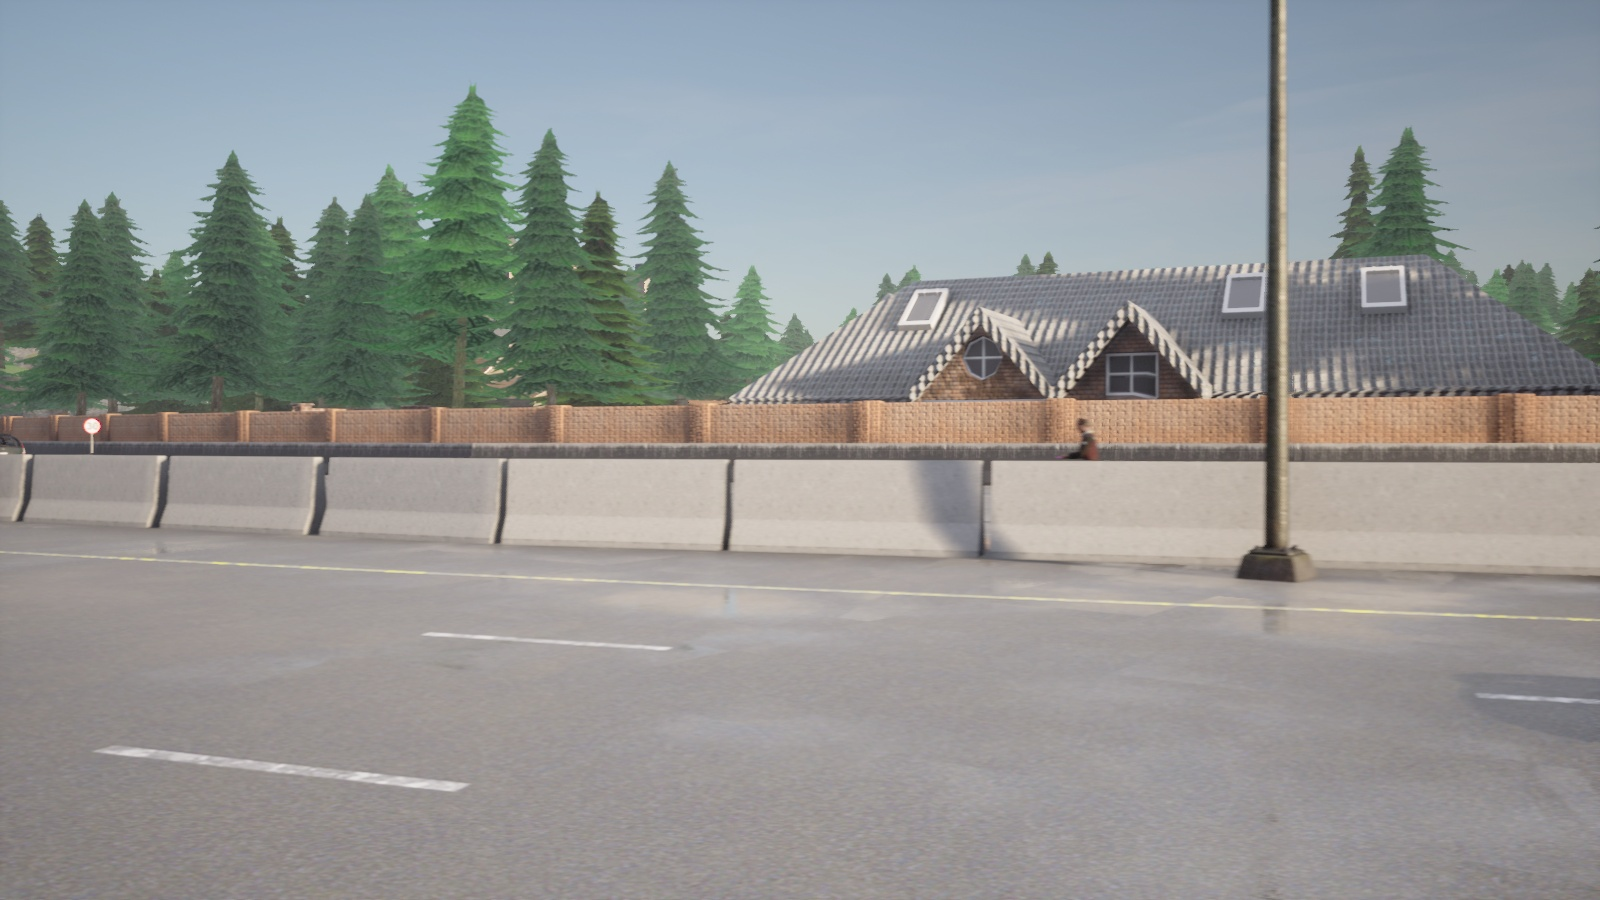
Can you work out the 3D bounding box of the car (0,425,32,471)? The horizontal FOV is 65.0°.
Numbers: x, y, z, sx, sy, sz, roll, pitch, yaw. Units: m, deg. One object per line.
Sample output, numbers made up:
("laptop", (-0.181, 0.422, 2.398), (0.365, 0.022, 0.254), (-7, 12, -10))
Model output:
("car", (-29.744, -0.103, 45.460), (3.988, 1.617, 1.851), (1, 1, 35))
